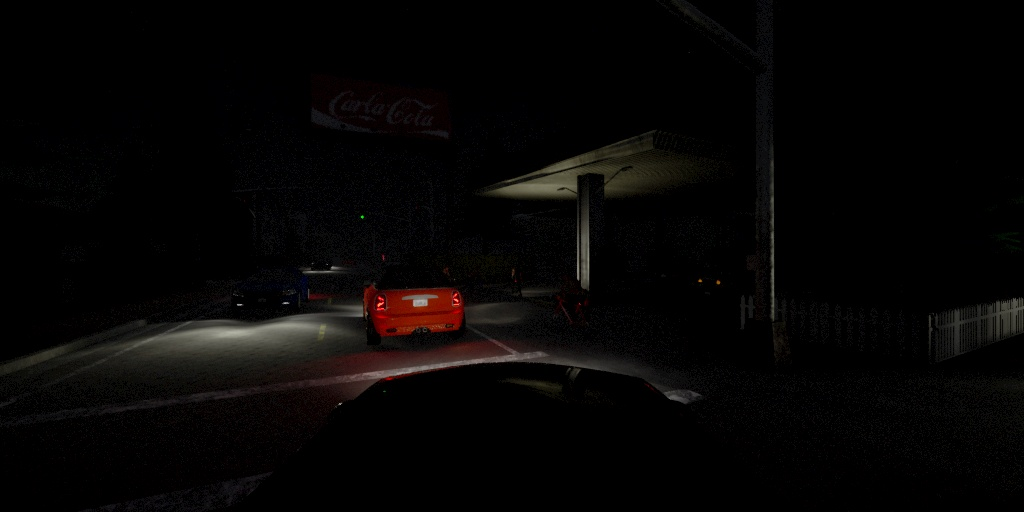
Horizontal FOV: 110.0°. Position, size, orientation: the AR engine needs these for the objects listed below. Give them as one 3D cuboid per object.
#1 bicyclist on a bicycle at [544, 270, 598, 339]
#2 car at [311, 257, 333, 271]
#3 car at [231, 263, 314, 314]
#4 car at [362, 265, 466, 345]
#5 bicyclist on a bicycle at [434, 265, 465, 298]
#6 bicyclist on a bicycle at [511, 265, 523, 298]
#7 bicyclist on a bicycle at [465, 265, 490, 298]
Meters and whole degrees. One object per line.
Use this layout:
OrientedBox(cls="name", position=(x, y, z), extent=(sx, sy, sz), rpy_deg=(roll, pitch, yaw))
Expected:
OrientedBox(cls="bicyclist on a bicycle", position=(1.450, 1.180, 8.915), extent=(0.582, 1.620, 1.656), rpy_deg=(3, -2, -44))
OrientedBox(cls="car", position=(-24.746, 0.967, 46.478), extent=(2.097, 1.767, 4.553), rpy_deg=(0, 0, -25))
OrientedBox(cls="car", position=(-8.880, 1.146, 13.525), extent=(1.882, 1.535, 5.008), rpy_deg=(1, -1, -25))
OrientedBox(cls="car", position=(-2.779, 1.001, 9.478), extent=(2.097, 1.767, 4.553), rpy_deg=(0, 0, -24))
OrientedBox(cls="bicyclist on a bicycle", position=(-3.117, 1.235, 16.490), extent=(1.656, 1.620, 0.582), rpy_deg=(1, 0, 35))
OrientedBox(cls="bicyclist on a bicycle", position=(0.252, 1.270, 18.092), extent=(0.582, 1.620, 1.656), rpy_deg=(0, 0, 14))
OrientedBox(cls="bicyclist on a bicycle", position=(-1.853, 1.265, 17.912), extent=(1.656, 1.620, 0.582), rpy_deg=(1, 0, -23))
